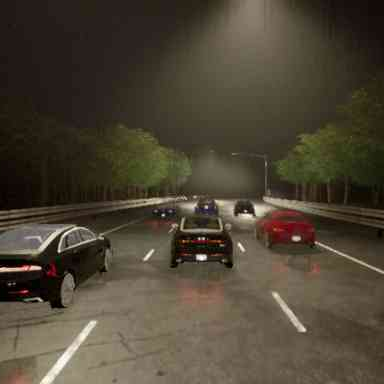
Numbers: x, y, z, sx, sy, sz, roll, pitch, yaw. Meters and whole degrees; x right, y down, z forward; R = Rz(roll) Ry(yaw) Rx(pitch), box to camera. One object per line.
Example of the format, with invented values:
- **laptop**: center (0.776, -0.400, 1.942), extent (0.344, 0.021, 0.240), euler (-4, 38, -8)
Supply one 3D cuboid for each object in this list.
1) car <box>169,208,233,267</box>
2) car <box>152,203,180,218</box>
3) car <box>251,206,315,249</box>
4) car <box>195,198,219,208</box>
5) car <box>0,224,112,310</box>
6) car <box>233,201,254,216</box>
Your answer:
- **car**: center (0.329, 1.516, 11.407), extent (1.837, 1.490, 4.892), euler (0, 0, 2)
- **car**: center (-2.204, 1.626, 29.723), extent (1.895, 1.301, 4.718), euler (0, 0, 4)
- **car**: center (3.928, 1.544, 14.531), extent (1.812, 1.442, 4.674), euler (0, 0, 2)
- **car**: center (1.421, 1.382, 30.987), extent (2.097, 1.767, 4.553), euler (0, 0, 4)
- **car**: center (-3.269, 1.496, 7.832), extent (2.128, 1.511, 4.902), euler (0, 0, 1)
- **car**: center (5.038, 1.561, 32.366), extent (1.812, 1.442, 4.674), euler (0, 0, 5)
